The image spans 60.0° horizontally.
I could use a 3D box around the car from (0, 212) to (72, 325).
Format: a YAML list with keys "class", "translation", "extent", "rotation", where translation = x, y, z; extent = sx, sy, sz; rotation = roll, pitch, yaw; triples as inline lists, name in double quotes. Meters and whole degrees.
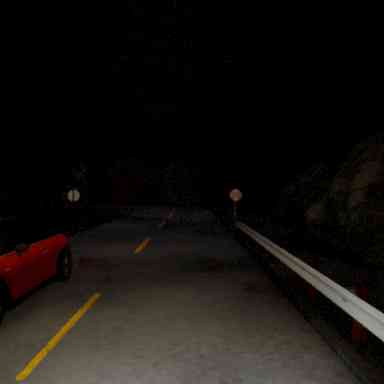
- class: "car"
  translation: [-4.100, 1.324, 6.548]
  extent: [2.097, 1.767, 4.553]
  rotation: [0, 0, 0]
